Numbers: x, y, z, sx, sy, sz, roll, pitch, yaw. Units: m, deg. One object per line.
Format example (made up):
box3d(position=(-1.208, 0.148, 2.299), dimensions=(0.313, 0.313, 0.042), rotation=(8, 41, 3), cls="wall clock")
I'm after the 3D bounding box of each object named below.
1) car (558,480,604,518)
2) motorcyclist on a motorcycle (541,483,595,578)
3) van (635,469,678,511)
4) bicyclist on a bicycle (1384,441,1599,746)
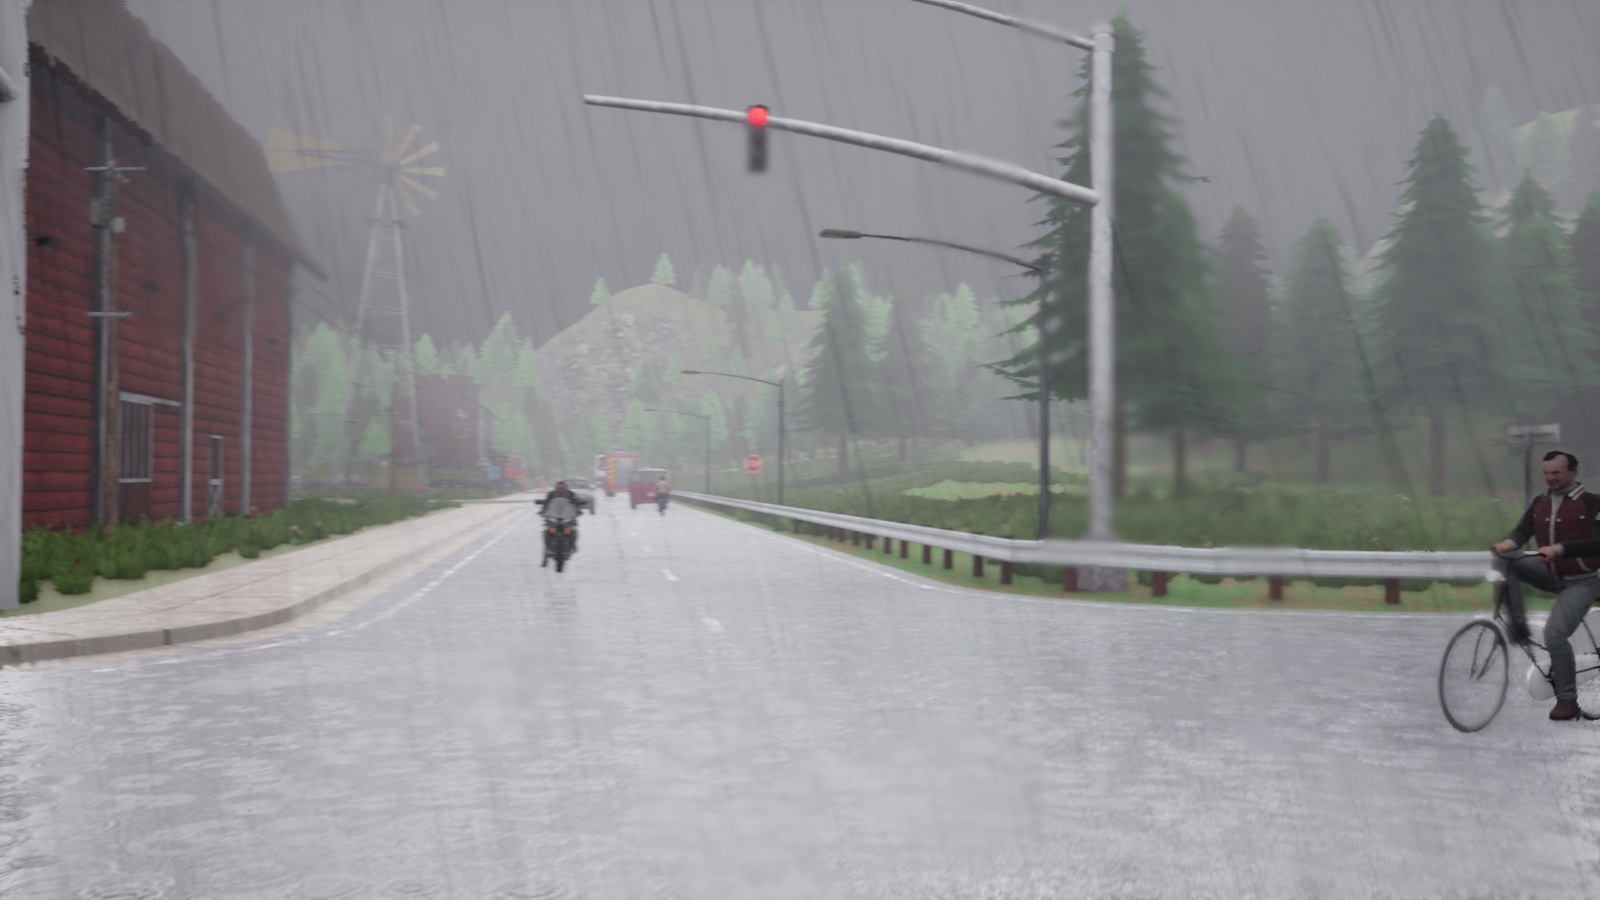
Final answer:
box3d(position=(-9.084, 2.000, 52.275), dimensions=(1.816, 1.474, 4.193), rotation=(0, -1, -9), cls="car")
box3d(position=(-3.958, 1.340, 21.543), dimensions=(0.866, 1.530, 2.191), rotation=(0, -1, -9), cls="motorcyclist on a motorcycle")
box3d(position=(-7.004, 1.923, 60.914), dimensions=(1.775, 1.987, 4.442), rotation=(0, -1, -10), cls="van")
box3d(position=(4.664, 0.846, 7.995), dimensions=(1.843, 1.776, 0.659), rotation=(1, 0, -24), cls="bicyclist on a bicycle")
